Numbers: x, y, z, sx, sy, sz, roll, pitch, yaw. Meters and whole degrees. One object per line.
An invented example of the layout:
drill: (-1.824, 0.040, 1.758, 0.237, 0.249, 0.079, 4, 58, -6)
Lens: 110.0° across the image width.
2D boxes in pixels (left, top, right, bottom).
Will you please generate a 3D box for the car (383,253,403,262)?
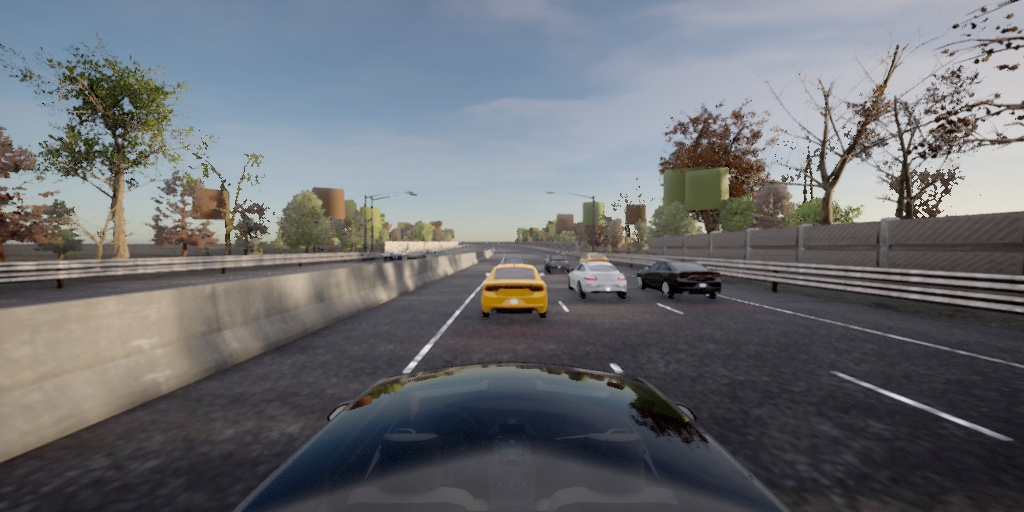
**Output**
car: (-17.362, 0.184, 52.658, 1.895, 1.301, 4.718, 0, 1, 0)

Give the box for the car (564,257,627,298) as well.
car: (3.636, 0.957, 15.744, 1.812, 1.442, 4.674, 0, 1, 1)

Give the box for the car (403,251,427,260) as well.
car: (-13.866, 0.065, 52.493, 1.882, 1.535, 5.008, 0, 1, 0)

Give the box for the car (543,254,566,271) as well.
car: (3.696, 0.594, 30.194, 2.128, 1.511, 4.902, 0, 1, 1)

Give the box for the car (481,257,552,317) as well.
car: (0.095, 0.993, 12.031, 1.882, 1.535, 5.008, 0, 2, 1)

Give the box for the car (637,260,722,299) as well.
car: (7.137, 0.907, 15.846, 1.882, 1.535, 5.008, 0, 1, 0)

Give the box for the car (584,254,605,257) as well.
car: (7.210, 0.545, 31.707, 1.882, 1.535, 5.008, 0, 1, 1)

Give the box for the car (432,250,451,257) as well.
car: (-10.364, -0.073, 53.070, 2.097, 1.767, 4.553, 0, 1, 0)
